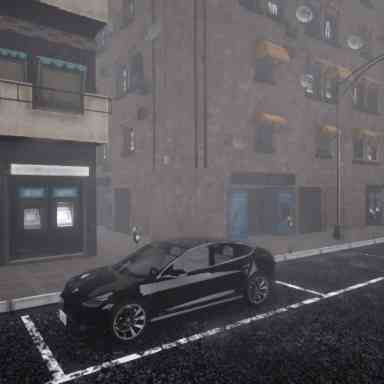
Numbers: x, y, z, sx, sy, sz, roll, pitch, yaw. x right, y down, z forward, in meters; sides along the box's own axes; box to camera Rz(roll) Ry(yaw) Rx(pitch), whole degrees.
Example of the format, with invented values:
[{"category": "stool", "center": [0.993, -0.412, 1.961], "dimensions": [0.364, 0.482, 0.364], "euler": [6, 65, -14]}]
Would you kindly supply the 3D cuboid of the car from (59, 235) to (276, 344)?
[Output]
[{"category": "car", "center": [-0.224, 1.566, 6.415], "dimensions": [4.313, 1.339, 1.947], "euler": [0, 0, -36]}]
